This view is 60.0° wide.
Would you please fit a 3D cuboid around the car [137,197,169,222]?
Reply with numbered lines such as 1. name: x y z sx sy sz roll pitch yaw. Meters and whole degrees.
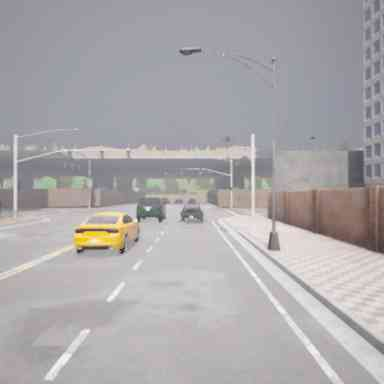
1. car: -3.515 1.488 29.014 2.150 2.045 5.566 0 0 0

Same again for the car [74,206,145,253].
1. car: -3.498 1.614 14.454 1.882 1.535 5.008 0 0 0

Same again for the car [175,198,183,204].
1. car: -3.534 2.384 88.227 1.895 1.301 4.718 0 -1 0

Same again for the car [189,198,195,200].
1. car: -0.034 2.384 88.233 1.895 1.301 4.718 0 -1 0

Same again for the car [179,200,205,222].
1. car: 0.061 1.782 29.280 1.837 1.490 4.892 0 0 3

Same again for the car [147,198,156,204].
1. car: -10.533 2.361 86.539 1.994 1.385 4.181 0 -1 0

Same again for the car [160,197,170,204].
1. car: -7.034 2.164 86.572 2.097 1.767 4.553 0 -1 0
